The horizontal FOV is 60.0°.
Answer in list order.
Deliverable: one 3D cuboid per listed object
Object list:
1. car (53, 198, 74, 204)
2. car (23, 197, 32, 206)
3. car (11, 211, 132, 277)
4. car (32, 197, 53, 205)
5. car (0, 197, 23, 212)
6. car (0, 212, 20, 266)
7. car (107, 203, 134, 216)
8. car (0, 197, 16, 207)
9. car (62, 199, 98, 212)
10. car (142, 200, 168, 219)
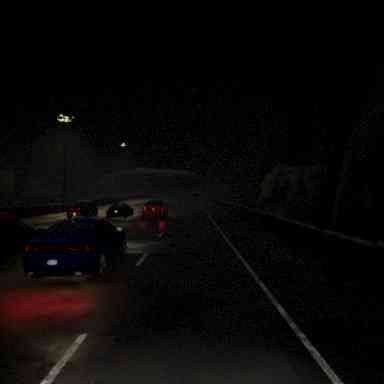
[{"bbox_3d":[-21.035,1.674,56.143,1.895,1.301,4.718,0,1,1],"label":"car"},{"bbox_3d":[-28.037,1.575,55.156,2.128,1.511,4.902,0,1,1],"label":"car"},{"bbox_3d":[-3.401,1.580,10.581,1.882,1.535,5.008,0,0,0],"label":"car"},{"bbox_3d":[-24.536,1.578,56.111,1.837,1.490,4.892,0,1,1],"label":"car"},{"bbox_3d":[-10.389,1.357,15.193,2.150,2.045,5.566,0,0,0],"label":"car"},{"bbox_3d":[-6.899,1.658,11.701,2.033,1.411,5.357,0,0,0],"label":"car"},{"bbox_3d":[-6.900,1.747,32.233,1.994,1.385,4.181,0,0,0],"label":"car"},{"bbox_3d":[-31.531,1.577,55.148,2.128,1.511,4.902,0,1,1],"label":"car"},{"bbox_3d":[-10.400,1.689,31.876,1.837,1.490,4.892,0,0,0],"label":"car"},{"bbox_3d":[-3.400,1.535,31.468,2.097,1.767,4.553,0,0,0],"label":"car"}]
